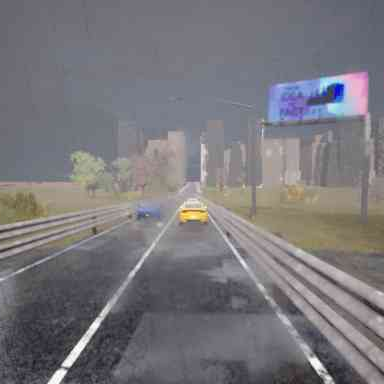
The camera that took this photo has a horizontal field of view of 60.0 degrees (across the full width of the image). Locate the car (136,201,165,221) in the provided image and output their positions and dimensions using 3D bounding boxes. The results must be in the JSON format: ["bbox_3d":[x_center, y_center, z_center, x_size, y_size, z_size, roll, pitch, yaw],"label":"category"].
[{"bbox_3d":[-3.285,1.469,27.209,1.882,1.535,5.008,0,0,0],"label":"car"}]

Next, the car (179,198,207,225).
[{"bbox_3d":[0.099,1.470,24.368,1.882,1.535,5.008,0,0,0],"label":"car"}]

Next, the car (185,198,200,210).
[{"bbox_3d":[0.082,1.512,42.549,1.812,1.442,4.674,0,0,0],"label":"car"}]
